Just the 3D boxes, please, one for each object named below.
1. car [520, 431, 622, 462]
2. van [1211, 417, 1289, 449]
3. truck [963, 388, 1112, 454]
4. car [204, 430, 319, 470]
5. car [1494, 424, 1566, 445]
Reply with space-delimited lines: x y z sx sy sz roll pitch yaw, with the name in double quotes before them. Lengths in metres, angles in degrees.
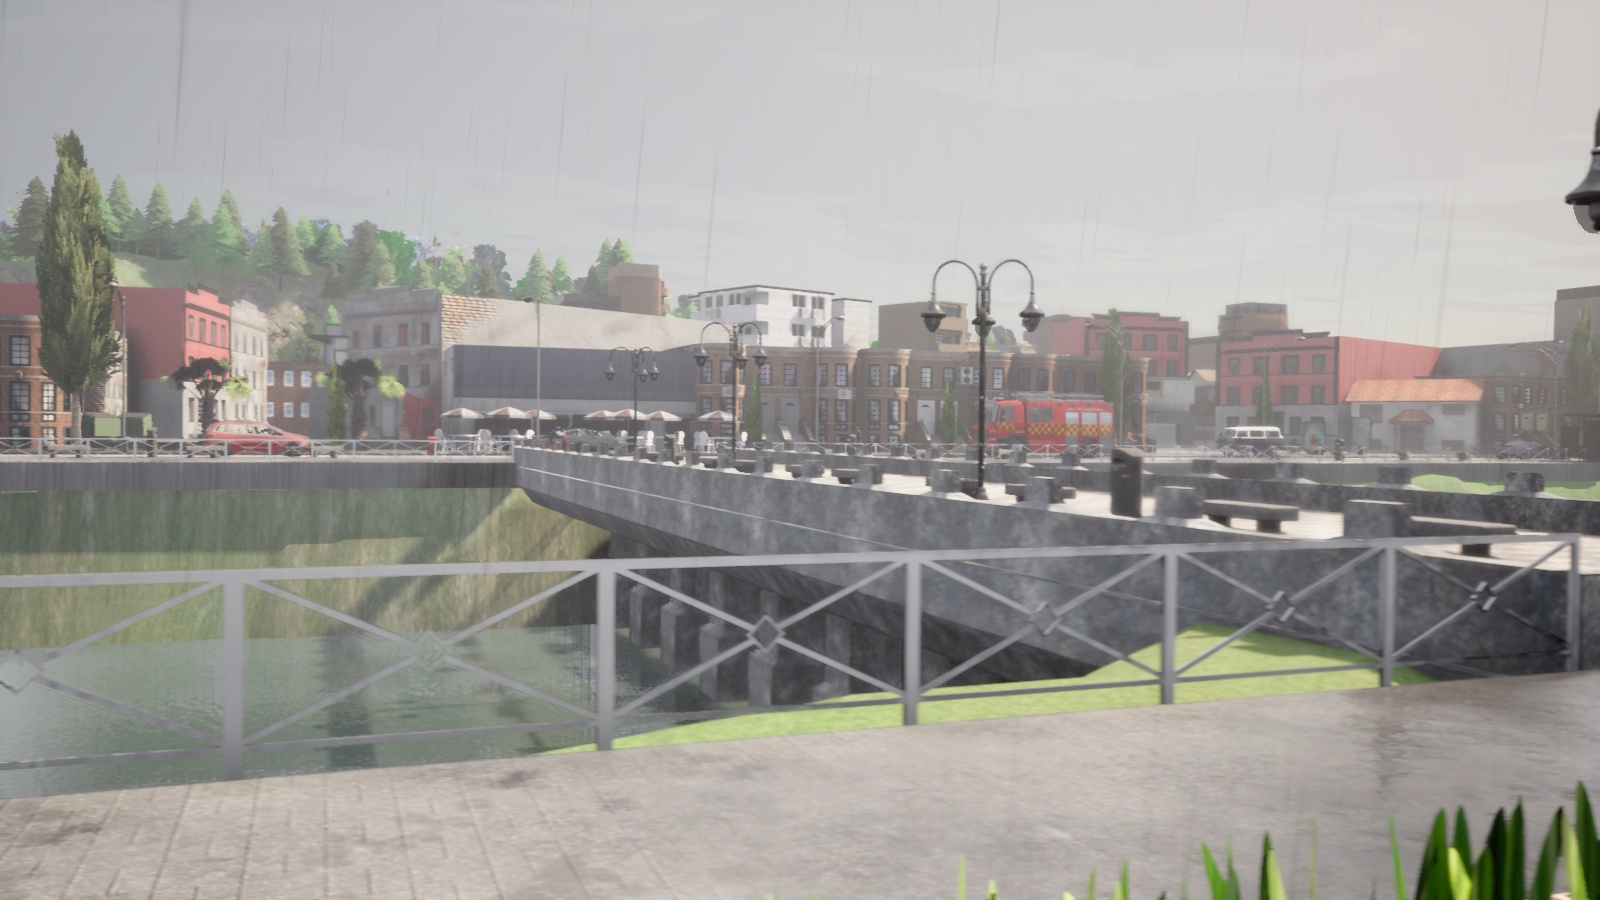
"car" -11.891 -0.179 65.230 4.902 1.511 2.128 -1 1 -21
"van" 28.920 -1.105 80.734 4.480 2.038 2.069 -1 1 -21
"truck" 14.208 -1.743 75.133 8.468 3.827 2.891 -1 1 -21
"car" -24.074 -0.014 56.321 4.611 1.667 2.242 -1 1 -21
"car" 48.855 -1.034 84.035 4.181 1.385 1.994 -1 1 -21
